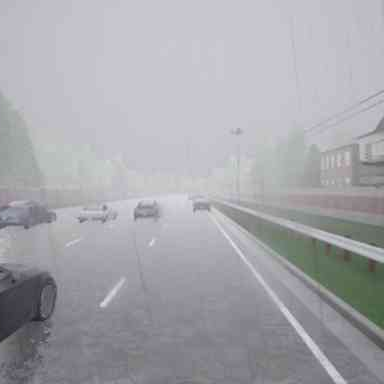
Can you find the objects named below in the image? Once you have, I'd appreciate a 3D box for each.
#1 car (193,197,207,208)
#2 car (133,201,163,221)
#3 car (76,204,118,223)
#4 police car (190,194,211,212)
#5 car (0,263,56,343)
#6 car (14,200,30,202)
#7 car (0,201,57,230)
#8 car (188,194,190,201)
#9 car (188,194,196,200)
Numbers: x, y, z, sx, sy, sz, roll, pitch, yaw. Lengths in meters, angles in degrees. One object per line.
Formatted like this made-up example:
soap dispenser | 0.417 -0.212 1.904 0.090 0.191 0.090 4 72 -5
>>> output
car | 1.055 1.441 46.941 1.812 1.442 4.674 0 0 0
car | -3.398 1.444 26.317 2.128 1.511 4.902 0 0 0
car | -6.898 1.556 24.729 1.895 1.301 4.718 0 0 0
police car | 1.054 1.358 37.051 1.930 1.638 5.238 0 0 0
car | -3.409 1.518 4.231 1.812 1.442 4.674 0 0 0
car | -13.897 1.427 27.882 1.882 1.535 5.008 0 0 0
car | -10.399 1.509 20.966 2.033 1.411 5.357 0 0 0
car | 0.011 1.208 72.615 2.128 1.511 4.902 0 0 0
car | 0.012 1.181 87.615 2.128 1.511 4.902 0 0 0
